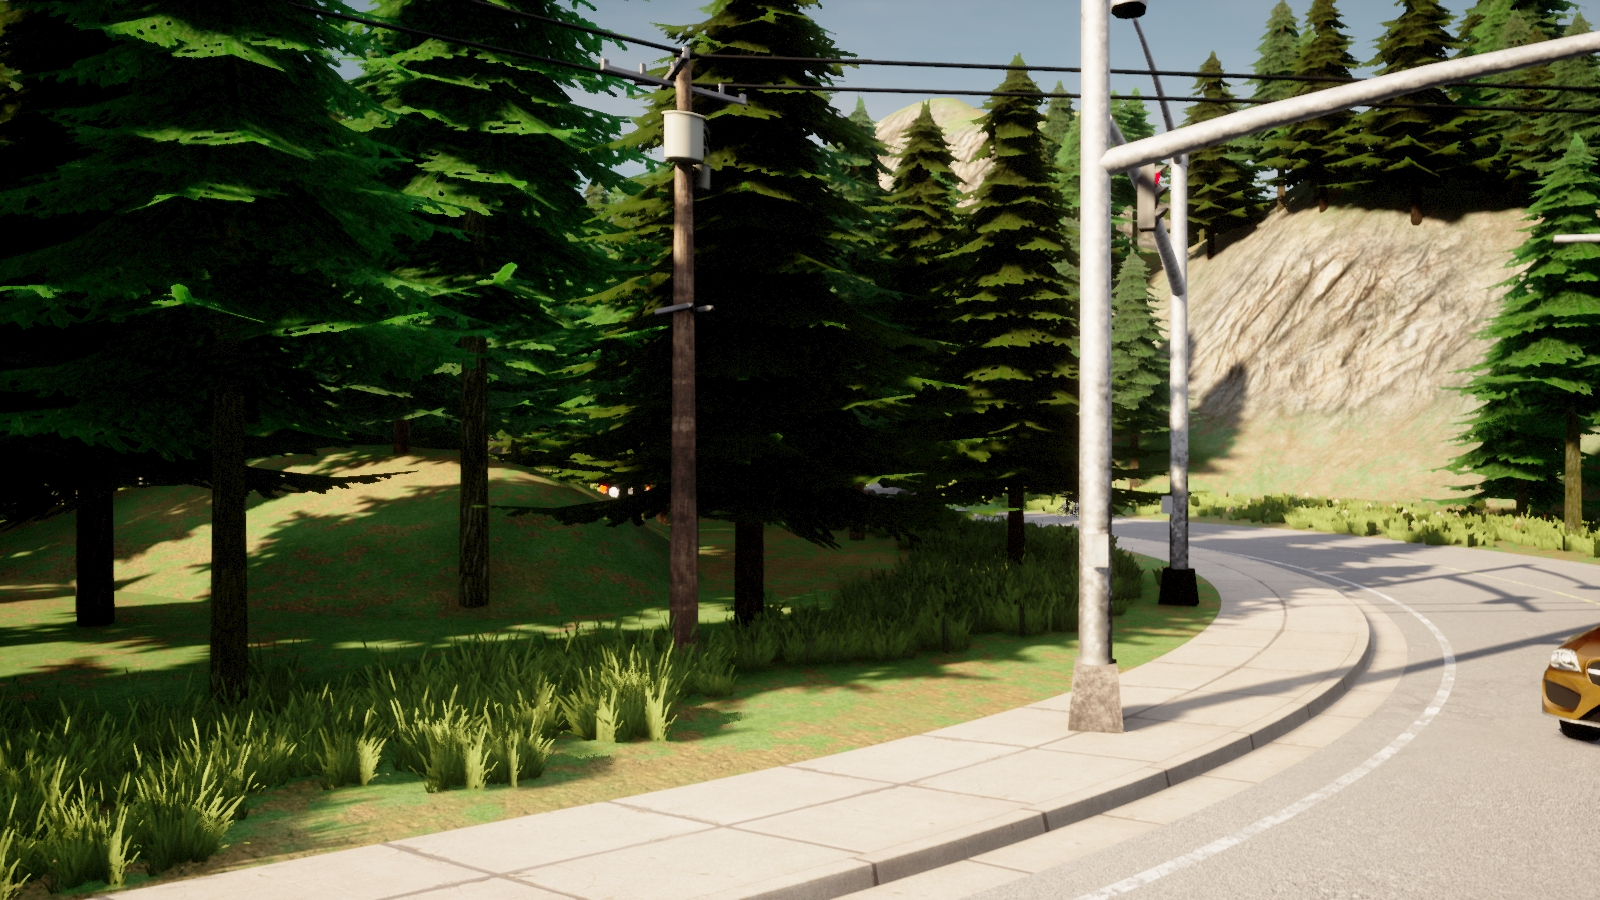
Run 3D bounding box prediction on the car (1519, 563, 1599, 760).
[{"bbox_3d":[9.577,1.969,11.147,5.027,1.651,2.152,0,0,-29],"label":"car"}]
